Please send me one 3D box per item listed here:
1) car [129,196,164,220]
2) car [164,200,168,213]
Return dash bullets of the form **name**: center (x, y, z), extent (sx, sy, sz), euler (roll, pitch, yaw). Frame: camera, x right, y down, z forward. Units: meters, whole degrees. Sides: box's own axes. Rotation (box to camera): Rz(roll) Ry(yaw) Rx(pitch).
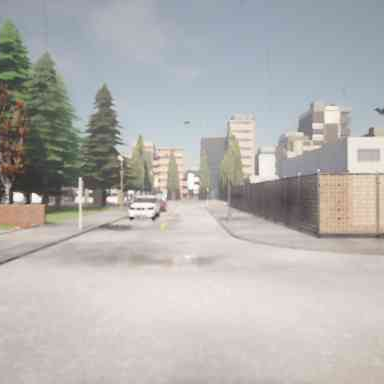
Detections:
- **car**: center (-4.072, 1.344, 29.413), extent (2.150, 2.045, 5.566), euler (0, 0, 1)
- **car**: center (-4.062, 1.645, 40.455), extent (1.882, 1.535, 5.008), euler (0, 0, 0)
